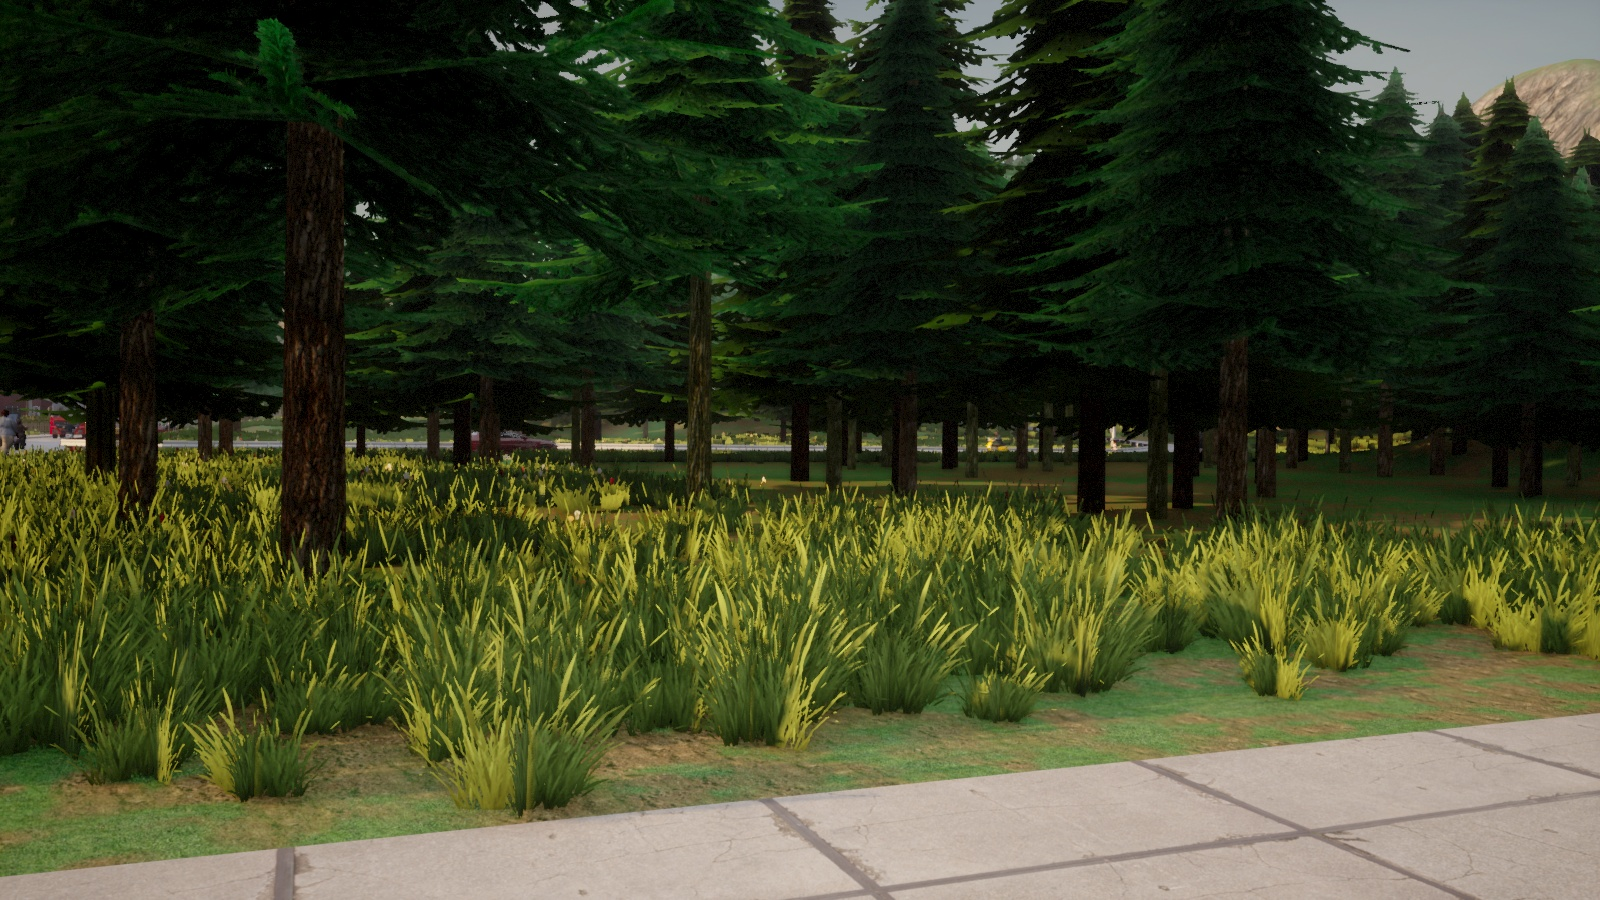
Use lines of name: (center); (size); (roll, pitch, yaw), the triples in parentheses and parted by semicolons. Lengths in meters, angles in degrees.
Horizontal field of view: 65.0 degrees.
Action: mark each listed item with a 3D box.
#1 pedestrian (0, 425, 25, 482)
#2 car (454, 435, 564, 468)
pedestrian: (-26.028, 0.100, 41.125); (0.874, 1.855, 0.900); (-1, 1, -18)
car: (-13.551, 0.027, 58.456); (4.674, 1.442, 1.812); (-1, 1, -25)
